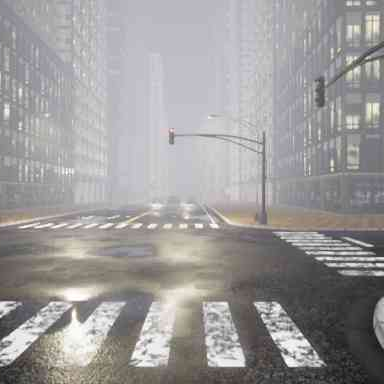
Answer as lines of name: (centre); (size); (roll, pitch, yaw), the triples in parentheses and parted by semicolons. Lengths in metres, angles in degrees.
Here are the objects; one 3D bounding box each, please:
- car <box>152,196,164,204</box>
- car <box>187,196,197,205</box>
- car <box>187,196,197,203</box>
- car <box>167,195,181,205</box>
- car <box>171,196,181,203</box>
car: (-6.519, 1.599, 64.297); (2.128, 1.511, 4.902); (0, 0, 0)
car: (-0.018, 1.695, 60.577); (1.895, 1.301, 4.718); (0, 0, 0)
car: (-0.021, 1.531, 70.549); (1.994, 1.385, 4.181); (0, 0, 0)
car: (-3.268, 1.444, 60.101); (2.097, 1.767, 4.553); (0, 0, 0)
car: (-3.271, 1.556, 70.162); (1.895, 1.301, 4.718); (0, 0, 0)
